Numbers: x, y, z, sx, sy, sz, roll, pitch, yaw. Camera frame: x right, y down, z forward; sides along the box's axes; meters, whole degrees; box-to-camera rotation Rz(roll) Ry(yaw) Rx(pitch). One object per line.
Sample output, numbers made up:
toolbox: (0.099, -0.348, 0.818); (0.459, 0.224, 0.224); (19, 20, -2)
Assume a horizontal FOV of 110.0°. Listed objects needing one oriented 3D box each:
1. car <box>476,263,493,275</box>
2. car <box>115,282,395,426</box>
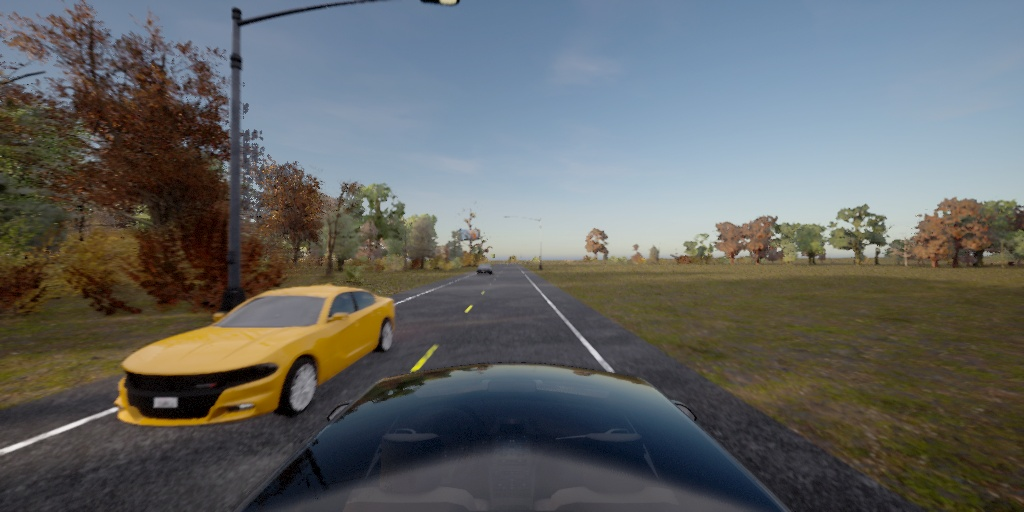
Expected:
car: (-3.575, 1.731, 47.397); (1.882, 1.535, 5.008); (0, -1, 0)
car: (-3.600, 1.277, 6.226); (1.882, 1.535, 5.008); (0, -1, 0)
